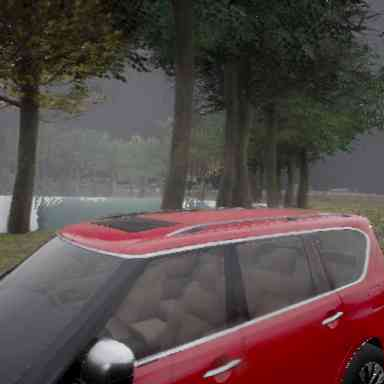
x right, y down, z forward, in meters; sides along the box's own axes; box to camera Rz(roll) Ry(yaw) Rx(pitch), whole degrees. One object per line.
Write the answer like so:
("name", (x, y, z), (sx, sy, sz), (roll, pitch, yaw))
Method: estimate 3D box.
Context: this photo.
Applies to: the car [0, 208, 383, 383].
("car", (-0.335, 1.221, 2.830), (5.566, 2.045, 2.150), (0, 0, -35))
